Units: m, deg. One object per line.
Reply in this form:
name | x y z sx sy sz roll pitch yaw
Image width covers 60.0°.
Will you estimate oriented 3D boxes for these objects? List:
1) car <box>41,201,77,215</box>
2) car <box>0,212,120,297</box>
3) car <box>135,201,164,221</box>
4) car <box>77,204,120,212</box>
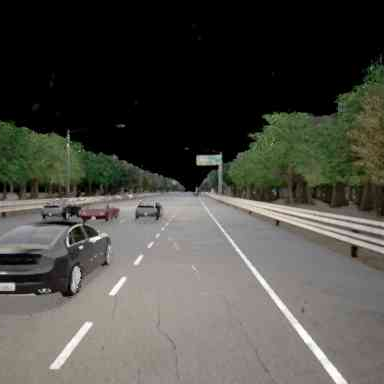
car | -10.352 1.425 26.751 2.128 1.511 4.902 0 0 0
car | -3.393 1.484 8.516 1.837 1.490 4.892 0 0 0
car | -3.352 1.425 26.762 2.128 1.511 4.902 0 0 0
car | -6.856 1.538 25.392 1.895 1.301 4.718 0 0 0
